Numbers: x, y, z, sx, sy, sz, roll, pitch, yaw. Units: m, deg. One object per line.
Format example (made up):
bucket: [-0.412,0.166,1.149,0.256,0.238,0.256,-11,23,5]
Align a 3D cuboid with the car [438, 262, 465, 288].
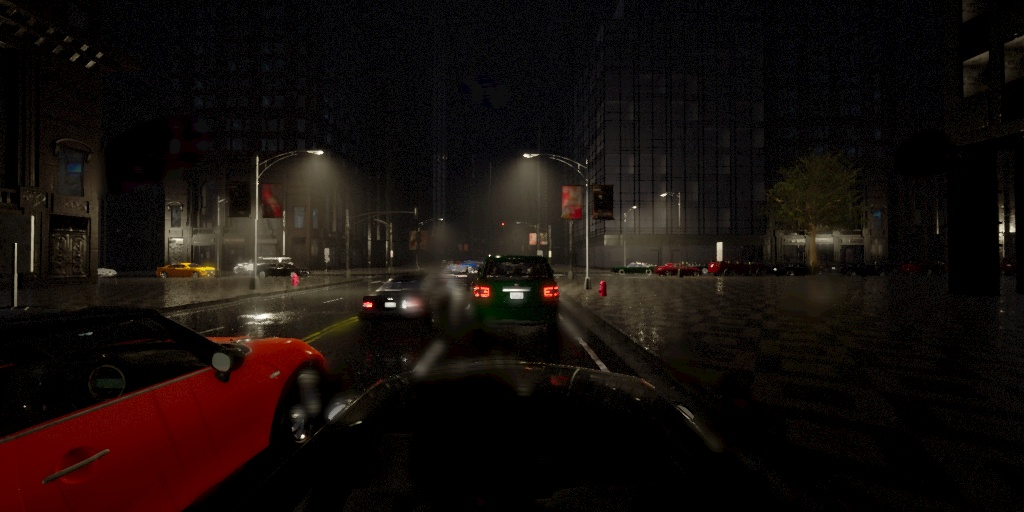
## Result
car: [-3.123,1.280,21.462,2.128,1.511,4.902,0,0,0]

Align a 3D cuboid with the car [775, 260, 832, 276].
car: [26.642,1.275,33.499,4.313,1.339,1.948,0,0,-1]

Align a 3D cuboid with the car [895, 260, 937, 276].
car: [42.567,1.179,36.352,5.008,1.535,1.882,0,-1,0]

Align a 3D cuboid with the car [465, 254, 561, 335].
car: [0.114,0.979,10.641,2.150,2.045,5.566,0,0,0]

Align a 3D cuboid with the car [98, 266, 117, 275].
car: [-42.074,1.542,35.483,4.674,1.442,1.812,0,-1,0]

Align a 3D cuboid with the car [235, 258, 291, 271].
car: [-26.560,1.205,38.634,5.566,2.045,2.150,0,-1,0]

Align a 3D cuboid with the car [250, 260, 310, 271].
car: [-22.559,1.432,35.430,4.892,1.490,1.837,0,-1,0]

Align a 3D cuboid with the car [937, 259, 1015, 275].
car: [43.556,1.213,33.735,4.507,1.381,1.888,0,0,-1]

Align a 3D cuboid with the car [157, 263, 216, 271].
car: [-32.075,1.448,35.456,5.008,1.535,1.882,0,-1,0]

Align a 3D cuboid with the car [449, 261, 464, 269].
car: [-9.718,1.571,63.188,1.812,1.442,4.674,0,0,1]

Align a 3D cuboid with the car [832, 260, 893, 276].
car: [32.280,1.259,33.578,4.313,1.339,1.948,0,0,-1]

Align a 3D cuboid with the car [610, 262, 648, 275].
car: [13.210,1.422,39.088,4.718,1.301,1.895,0,-1,0]

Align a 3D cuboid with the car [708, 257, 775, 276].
car: [21.005,1.041,33.421,5.009,1.841,2.192,0,0,-1]

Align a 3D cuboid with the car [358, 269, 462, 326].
car: [-3.121,1.307,11.725,2.033,1.411,5.357,0,0,0]

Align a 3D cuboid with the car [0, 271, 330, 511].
car: [-3.146,1.102,2.313,2.097,1.767,4.553,0,0,0]

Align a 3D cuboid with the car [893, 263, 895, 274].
car: [39.783,1.236,39.426,4.902,1.511,2.128,0,-1,0]

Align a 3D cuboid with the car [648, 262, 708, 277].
car: [15.366,1.327,33.342,4.207,1.307,1.802,0,0,-1]

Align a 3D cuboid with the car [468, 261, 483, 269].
car: [-6.458,1.599,64.043,2.033,1.411,5.357,0,0,1]

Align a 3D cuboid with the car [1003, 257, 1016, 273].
car: [49.195,0.972,33.814,5.009,1.841,2.192,0,0,-1]
